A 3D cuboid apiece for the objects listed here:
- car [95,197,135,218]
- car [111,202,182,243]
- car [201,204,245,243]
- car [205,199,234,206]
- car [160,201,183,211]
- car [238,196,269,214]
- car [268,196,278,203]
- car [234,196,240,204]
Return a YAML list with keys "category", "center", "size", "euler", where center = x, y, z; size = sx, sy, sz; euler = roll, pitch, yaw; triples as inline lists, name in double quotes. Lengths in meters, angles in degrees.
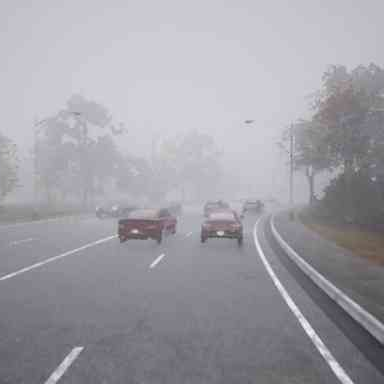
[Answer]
- category: "car"
  center: [-6.604, 1.326, 29.325]
  size: [2.097, 1.767, 4.553]
  euler: [0, 0, 15]
- category: "car"
  center: [-1.991, 1.476, 16.167]
  size: [1.882, 1.535, 5.008]
  euler: [0, 0, 8]
- category: "car"
  center: [1.529, 1.540, 16.091]
  size: [1.812, 1.442, 4.674]
  euler: [0, 0, 8]
- category: "car"
  center: [2.692, 1.516, 35.475]
  size: [2.128, 1.511, 4.902]
  euler: [0, 0, 18]
- category: "car"
  center: [-2.405, 1.544, 31.702]
  size: [2.033, 1.411, 5.357]
  euler: [0, 0, 16]
- category: "car"
  center: [6.899, 1.541, 36.907]
  size: [2.128, 1.511, 4.902]
  euler: [0, 0, 20]
- category: "car"
  center: [16.222, 1.581, 69.385]
  size: [2.033, 1.411, 5.357]
  euler: [0, 0, 36]
- category: "car"
  center: [9.872, 1.526, 66.419]
  size: [1.882, 1.535, 5.008]
  euler: [0, 0, 34]
